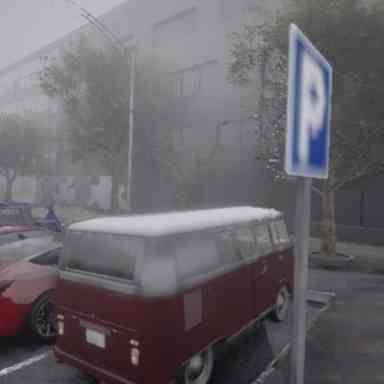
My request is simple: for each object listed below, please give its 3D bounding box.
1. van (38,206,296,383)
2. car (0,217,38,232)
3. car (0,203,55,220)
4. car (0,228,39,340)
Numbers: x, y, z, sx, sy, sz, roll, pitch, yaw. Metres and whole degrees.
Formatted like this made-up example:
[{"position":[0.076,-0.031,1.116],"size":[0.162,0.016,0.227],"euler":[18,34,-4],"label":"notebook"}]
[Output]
[{"position":[0.244,1.266,5.252],"size":[1.878,1.987,4.442],"euler":[-1,-1,35],"label":"van"},{"position":[-4.396,1.576,8.417],"size":[2.097,1.535,5.008],"euler":[-2,-1,35],"label":"car"},{"position":[-6.643,1.392,9.986],"size":[2.435,2.045,5.566],"euler":[-2,-1,35],"label":"car"},{"position":[-2.073,1.552,6.797],"size":[2.163,1.488,4.792],"euler":[-1,-1,35],"label":"car"}]
